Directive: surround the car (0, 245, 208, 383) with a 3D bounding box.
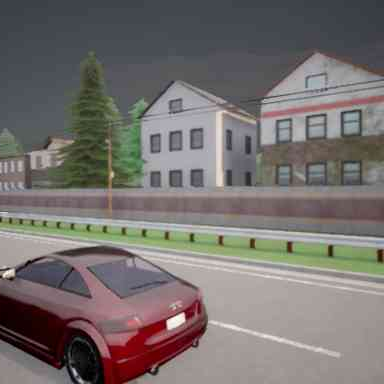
[{"bbox_3d":[-1.829,1.574,5.295,4.181,1.385,1.994,0,0,36],"label":"car"}]
